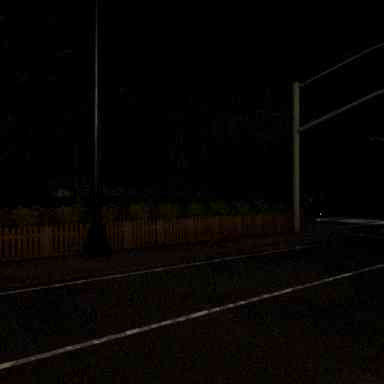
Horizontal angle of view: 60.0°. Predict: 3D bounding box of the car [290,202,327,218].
[{"bbox_3d":[9.849,1.610,30.552,1.895,1.301,4.718,0,0,-35],"label":"car"}]
